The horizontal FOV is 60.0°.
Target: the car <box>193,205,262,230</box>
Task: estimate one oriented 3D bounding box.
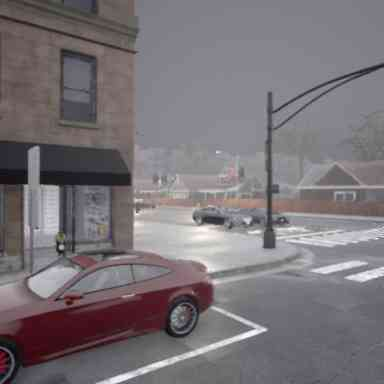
[{"bbox_3d":[2.012,1.651,22.535,2.128,1.511,4.902,0,0,-37],"label":"car"}]

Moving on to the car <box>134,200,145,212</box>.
[{"bbox_3d":[-8.553,1.858,42.981,2.033,1.411,5.357,0,-1,-35],"label":"car"}]

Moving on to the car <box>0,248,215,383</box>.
[{"bbox_3d":[-1.535,1.589,5.093,4.206,1.307,1.802,0,0,-36],"label":"car"}]

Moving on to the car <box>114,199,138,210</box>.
[{"bbox_3d":[-10.192,1.893,51.071,1.812,1.442,4.674,0,0,-35],"label":"car"}]

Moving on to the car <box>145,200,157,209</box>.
[{"bbox_3d":[-7.493,1.980,52.864,1.895,1.301,4.718,0,0,-35],"label":"car"}]

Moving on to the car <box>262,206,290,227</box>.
[{"bbox_3d":[4.944,1.732,24.041,1.994,1.385,4.181,0,0,-36],"label":"car"}]
